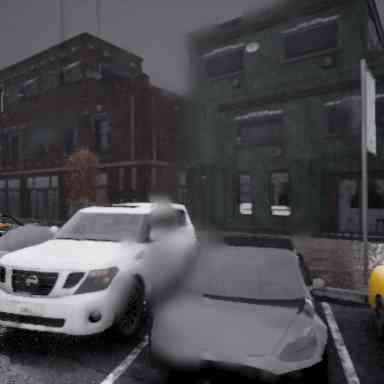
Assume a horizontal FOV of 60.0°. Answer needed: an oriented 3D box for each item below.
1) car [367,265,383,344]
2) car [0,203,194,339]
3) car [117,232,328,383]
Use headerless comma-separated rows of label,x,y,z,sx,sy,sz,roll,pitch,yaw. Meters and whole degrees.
car,3.349,1.473,3.520,1.946,1.575,5.366,0,-1,16
car,-1.494,1.282,7.168,2.435,2.045,5.566,0,-1,16
car,0.946,1.535,5.416,2.163,1.488,4.792,0,-1,16
